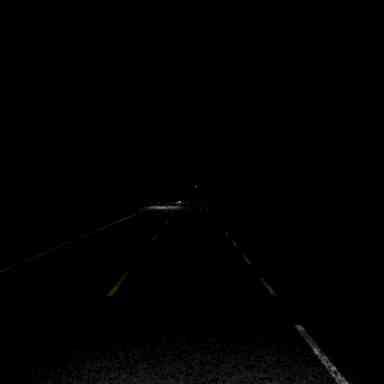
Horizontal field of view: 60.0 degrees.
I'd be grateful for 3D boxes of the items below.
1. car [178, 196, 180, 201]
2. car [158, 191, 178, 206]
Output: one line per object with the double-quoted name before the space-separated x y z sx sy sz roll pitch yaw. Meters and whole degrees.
"car" -3.519 1.147 63.823 1.812 1.442 4.674 0 0 1
"car" -3.574 0.941 48.275 2.150 2.045 5.566 0 0 0
